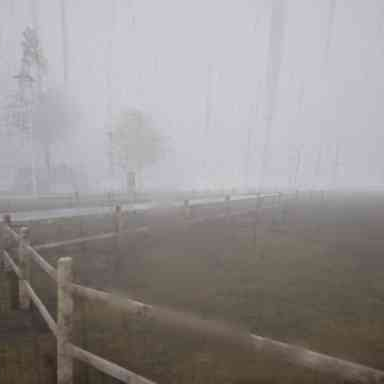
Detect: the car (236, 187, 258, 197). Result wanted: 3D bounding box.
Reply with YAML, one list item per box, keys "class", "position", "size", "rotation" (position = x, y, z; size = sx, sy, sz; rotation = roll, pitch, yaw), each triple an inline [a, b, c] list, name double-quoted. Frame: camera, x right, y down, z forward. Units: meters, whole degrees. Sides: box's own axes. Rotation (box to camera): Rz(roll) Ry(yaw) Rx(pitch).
- class: "car"
  position: [8.873, -0.071, 53.561]
  size: [2.128, 1.511, 4.902]
  rotation: [0, 1, 35]
